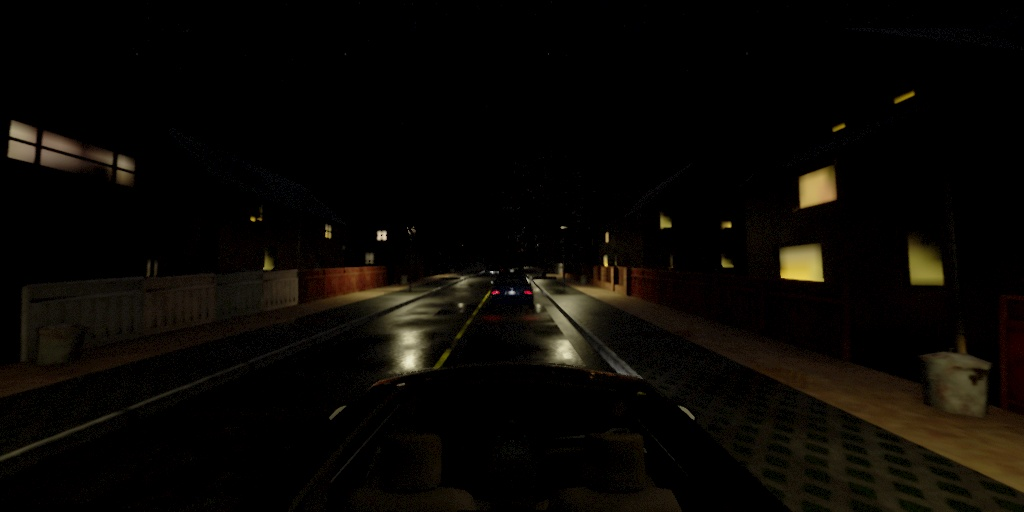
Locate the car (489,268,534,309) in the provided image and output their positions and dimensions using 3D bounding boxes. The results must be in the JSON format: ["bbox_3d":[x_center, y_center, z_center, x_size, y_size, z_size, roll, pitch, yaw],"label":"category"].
[{"bbox_3d":[-0.001,1.447,15.903,2.033,1.411,5.357,0,-1,0],"label":"car"}]

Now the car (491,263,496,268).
[{"bbox_3d":[-2.764,2.045,64.730,2.033,1.411,5.357,0,-1,0],"label":"car"}]

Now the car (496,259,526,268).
[{"bbox_3d":[-0.005,1.287,30.936,2.150,2.045,5.566,0,-1,0],"label":"car"}]
